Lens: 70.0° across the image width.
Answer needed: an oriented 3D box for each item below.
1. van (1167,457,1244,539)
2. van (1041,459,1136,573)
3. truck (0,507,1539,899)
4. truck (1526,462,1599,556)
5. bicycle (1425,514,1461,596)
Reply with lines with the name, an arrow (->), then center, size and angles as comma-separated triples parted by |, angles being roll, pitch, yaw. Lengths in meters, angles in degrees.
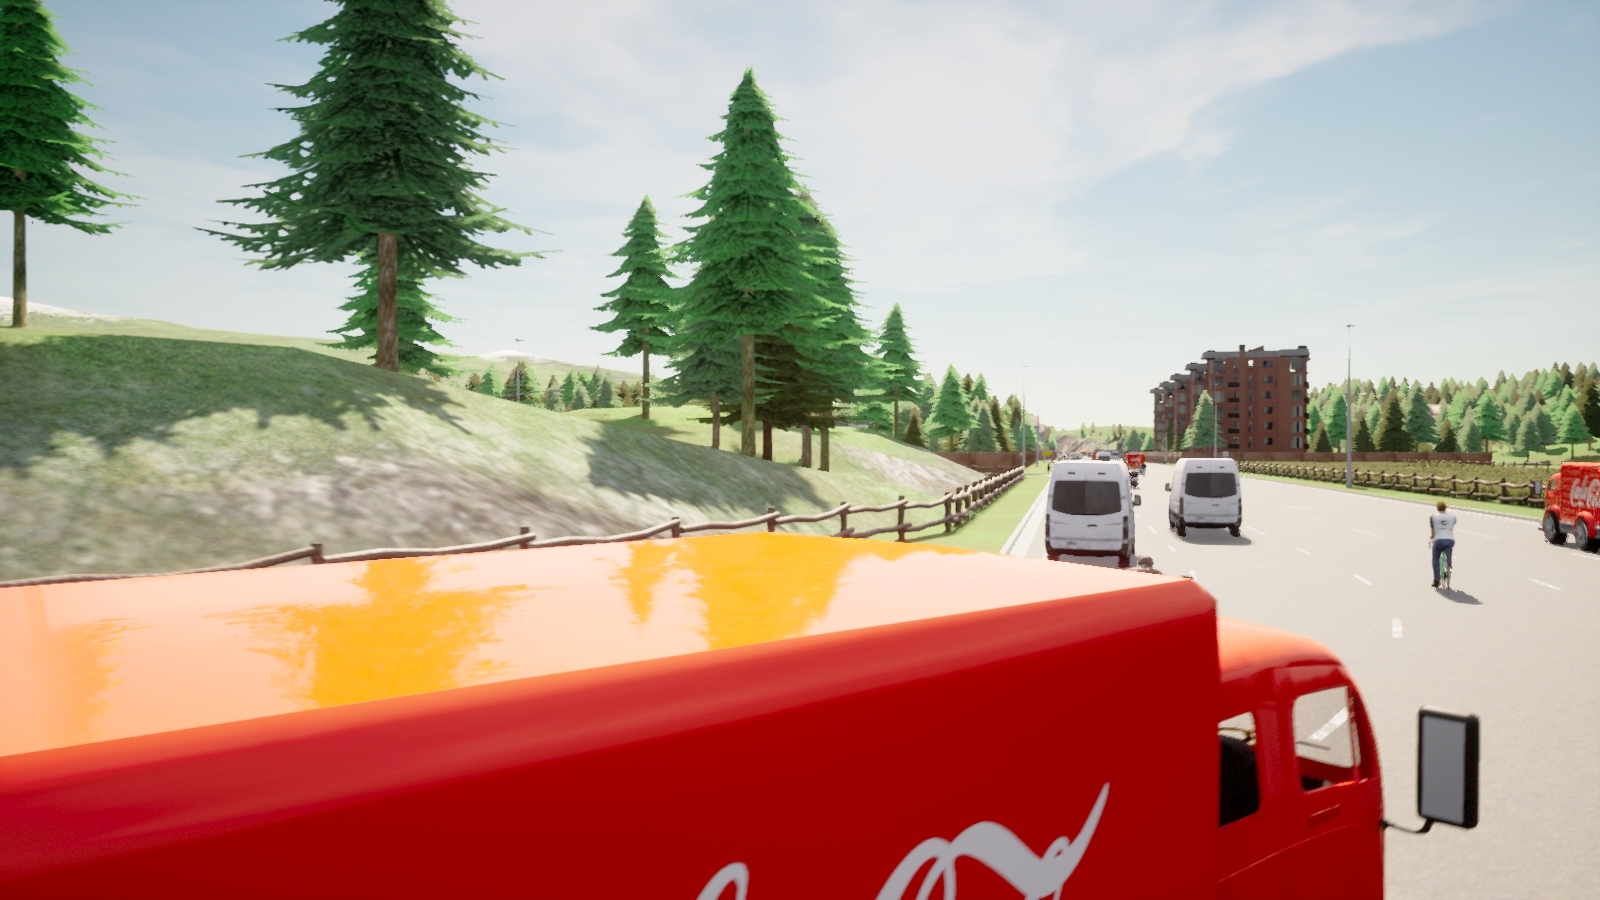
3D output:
van -> 13.915, 1.561, 39.521 | 1.988, 2.561, 5.915 | 0, 0, 14
van -> 7.544, 1.553, 29.464 | 1.988, 2.561, 5.915 | 1, 0, 18
truck -> -0.063, 1.572, 3.613 | 5.204, 2.467, 2.627 | 0, 1, -41
truck -> 23.205, 1.595, 32.632 | 2.627, 2.467, 5.204 | 0, 0, 14
bicycle -> 12.856, 2.074, 22.873 | 0.373, 1.496, 1.643 | -1, -1, 21
